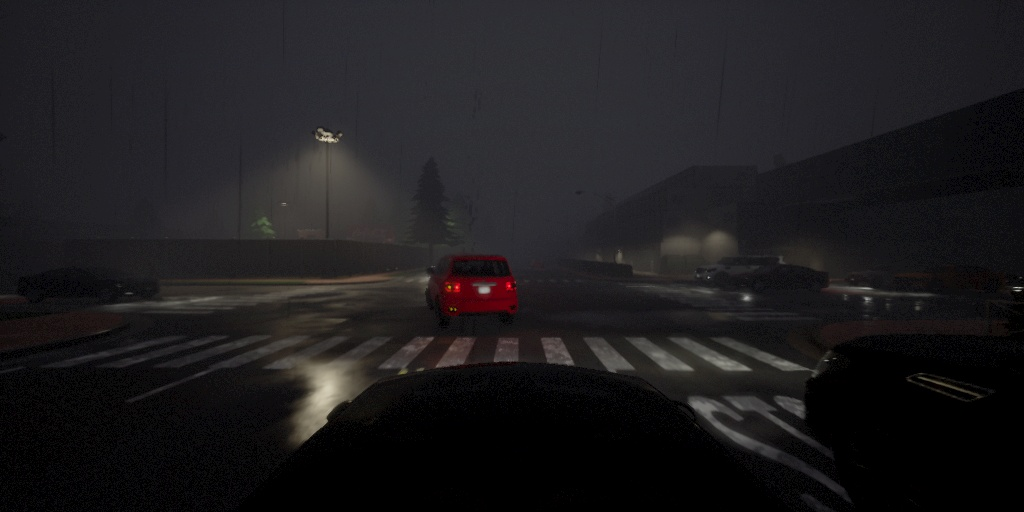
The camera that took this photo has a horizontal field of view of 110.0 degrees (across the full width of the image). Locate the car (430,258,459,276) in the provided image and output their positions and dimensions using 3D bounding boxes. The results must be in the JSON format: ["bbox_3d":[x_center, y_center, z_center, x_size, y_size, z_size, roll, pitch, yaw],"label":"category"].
[{"bbox_3d":[-6.922,1.063,37.212,2.097,1.767,4.553,0,0,1],"label":"car"}]

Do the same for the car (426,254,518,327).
[{"bbox_3d":[-1.504,0.961,11.793,2.150,2.045,5.566,0,0,-17],"label":"car"}]

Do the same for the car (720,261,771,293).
[{"bbox_3d":[14.949,1.207,20.267,5.008,1.535,1.882,0,0,0],"label":"car"}]

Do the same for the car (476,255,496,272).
[{"bbox_3d":[-3.328,0.922,46.687,2.150,2.045,5.566,0,0,0],"label":"car"}]

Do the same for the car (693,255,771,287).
[{"bbox_3d":[15.113,0.947,23.784,5.566,2.045,2.150,0,0,1],"label":"car"}]

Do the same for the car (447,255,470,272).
[{"bbox_3d":[-6.832,0.923,46.436,2.150,2.045,5.566,0,0,1],"label":"car"}]

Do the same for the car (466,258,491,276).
[{"bbox_3d":[-3.423,1.063,37.095,2.097,1.767,4.553,0,0,1],"label":"car"}]

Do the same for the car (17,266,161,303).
[{"bbox_3d":[-18.653,1.196,15.965,5.008,1.535,1.882,0,0,0],"label":"car"}]

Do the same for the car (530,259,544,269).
[{"bbox_3d":[3.940,1.168,55.784,1.882,1.535,5.008,0,0,1],"label":"car"}]

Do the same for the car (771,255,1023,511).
[{"bbox_3d":[3.623,0.973,0.759,2.150,2.045,5.566,0,0,1],"label":"car"}]

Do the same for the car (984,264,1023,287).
[{"bbox_3d":[35.261,1.272,23.734,5.357,1.411,2.033,0,0,0],"label":"car"}]

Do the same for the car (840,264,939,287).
[{"bbox_3d":[24.879,1.251,23.740,4.674,1.442,1.812,0,0,0],"label":"car"}]

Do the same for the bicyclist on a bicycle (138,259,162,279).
[{"bbox_3d":[-25.204,1.012,24.951,0.582,1.620,1.656,0,0,0],"label":"bicyclist on a bicycle"}]

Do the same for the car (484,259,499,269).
[{"bbox_3d":[-3.186,1.237,57.127,2.033,1.411,5.357,0,0,1],"label":"car"}]

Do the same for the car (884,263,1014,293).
[{"bbox_3d":[24.528,1.206,20.254,5.008,1.535,1.882,0,0,0],"label":"car"}]
